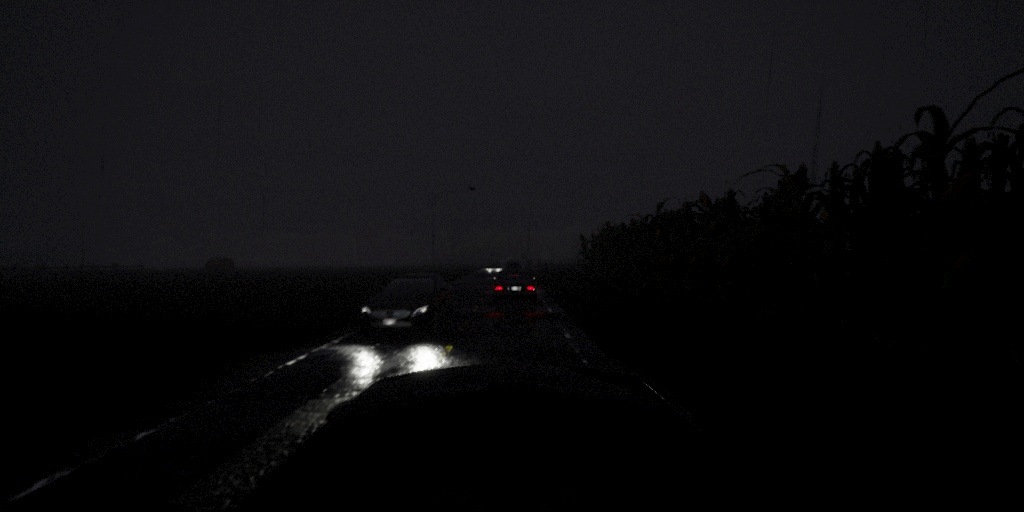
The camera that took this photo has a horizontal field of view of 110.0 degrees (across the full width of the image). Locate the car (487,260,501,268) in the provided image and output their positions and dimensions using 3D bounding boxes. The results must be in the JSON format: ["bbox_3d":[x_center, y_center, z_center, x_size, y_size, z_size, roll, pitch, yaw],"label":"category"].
[{"bbox_3d":[-2.712,1.265,55.642,1.994,1.385,4.181,0,0,0],"label":"car"}]

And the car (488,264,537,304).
[{"bbox_3d":[0.110,1.276,16.086,2.033,1.411,5.357,0,0,0],"label":"car"}]

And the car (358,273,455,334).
[{"bbox_3d":[-2.842,1.262,10.653,1.812,1.442,4.674,0,0,0],"label":"car"}]

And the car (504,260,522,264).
[{"bbox_3d":[0.127,1.201,39.583,1.837,1.490,4.892,0,0,0],"label":"car"}]
